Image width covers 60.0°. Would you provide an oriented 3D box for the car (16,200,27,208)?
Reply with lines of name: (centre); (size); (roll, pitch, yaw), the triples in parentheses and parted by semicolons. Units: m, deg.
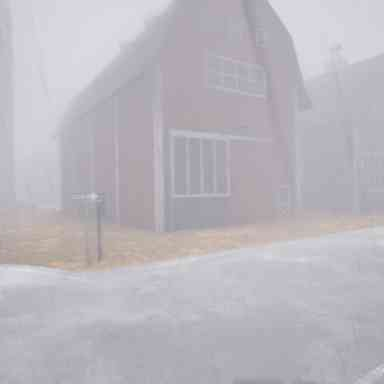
car: (-27.769, 1.947, 53.980); (1.994, 1.381, 4.181); (-1, 0, -33)
